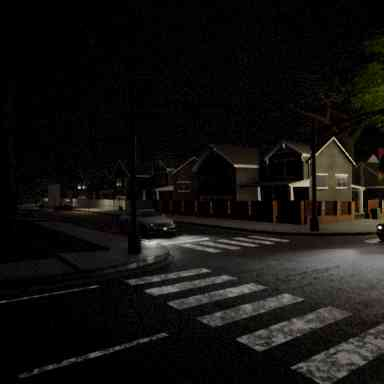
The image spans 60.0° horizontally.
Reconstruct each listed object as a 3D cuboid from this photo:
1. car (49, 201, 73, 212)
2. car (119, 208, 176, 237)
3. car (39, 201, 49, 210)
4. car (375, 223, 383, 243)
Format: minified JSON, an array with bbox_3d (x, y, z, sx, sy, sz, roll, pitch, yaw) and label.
[{"bbox_3d":[-18.255,1.985,47.013,2.128,1.511,4.902,-1,0,-34],"label":"car"},{"bbox_3d":[-2.792,1.718,19.750,1.812,1.442,4.674,-1,0,-35],"label":"car"},{"bbox_3d":[-24.231,2.186,55.542,1.994,1.385,4.181,-1,0,-35],"label":"car"},{"bbox_3d":[10.180,1.596,14.840,4.718,1.301,1.895,0,0,-35],"label":"car"}]
